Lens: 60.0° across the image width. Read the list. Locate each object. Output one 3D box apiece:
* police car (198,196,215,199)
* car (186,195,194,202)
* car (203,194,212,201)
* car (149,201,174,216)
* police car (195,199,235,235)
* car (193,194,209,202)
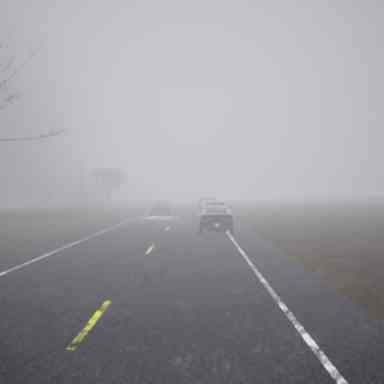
[{"bbox_3d":[1.585,1.397,28.943,1.930,1.638,5.238,0,0,2],"label":"police car"},{"bbox_3d":[-0.187,1.387,73.517,1.812,1.442,4.674,0,0,5],"label":"car"},{"bbox_3d":[3.471,1.273,75.541,1.812,1.442,4.674,0,0,5],"label":"car"},{"bbox_3d":[-2.912,1.531,32.401,1.994,1.385,4.181,0,0,2],"label":"car"},{"bbox_3d":[1.287,1.408,18.981,1.930,1.638,5.238,0,0,1],"label":"police car"},{"bbox_3d":[1.741,1.488,53.303,2.033,1.411,5.357,0,0,4],"label":"car"}]
